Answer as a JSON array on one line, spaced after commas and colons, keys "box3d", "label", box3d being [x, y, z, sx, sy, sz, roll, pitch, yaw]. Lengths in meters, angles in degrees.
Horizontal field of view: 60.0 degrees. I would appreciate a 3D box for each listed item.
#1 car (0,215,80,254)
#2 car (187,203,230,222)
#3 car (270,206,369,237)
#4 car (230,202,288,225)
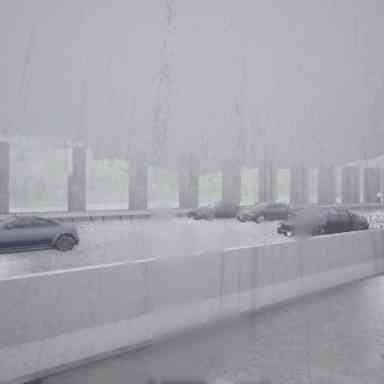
[{"box3d": [-6.358, 1.564, 12.260, 4.181, 1.385, 1.994, 0, 0, -35], "label": "car"}, {"box3d": [2.263, 1.547, 26.422, 5.357, 1.411, 2.033, 0, 0, -33], "label": "car"}, {"box3d": [6.728, 1.547, 16.812, 5.357, 1.411, 2.033, 0, 0, -33], "label": "car"}, {"box3d": [5.440, 1.506, 24.326, 4.892, 1.490, 1.837, 0, 0, -33], "label": "car"}]
